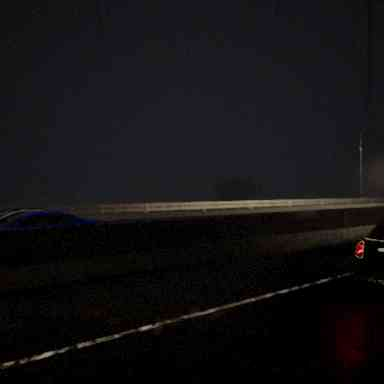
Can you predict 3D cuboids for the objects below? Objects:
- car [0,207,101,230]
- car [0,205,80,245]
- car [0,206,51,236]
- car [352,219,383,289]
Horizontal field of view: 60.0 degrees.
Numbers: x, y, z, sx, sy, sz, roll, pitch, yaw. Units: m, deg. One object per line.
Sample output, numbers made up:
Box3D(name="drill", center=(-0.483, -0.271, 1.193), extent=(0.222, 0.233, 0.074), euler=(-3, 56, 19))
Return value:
Box3D(name="car", center=(-5.954, 1.468, 12.622), extent=(5.008, 1.535, 1.882), euler=(0, 0, -35))
Box3D(name="car", center=(-7.989, 1.482, 15.469), extent=(4.902, 1.511, 2.128), euler=(0, 0, -35))
Box3D(name="car", center=(-10.152, 1.554, 18.224), extent=(4.181, 1.385, 1.994), euler=(0, 0, -35))
Box3D(name="car", center=(5.813, 1.319, 7.823), extent=(4.553, 1.767, 2.097), euler=(0, 0, -35))
